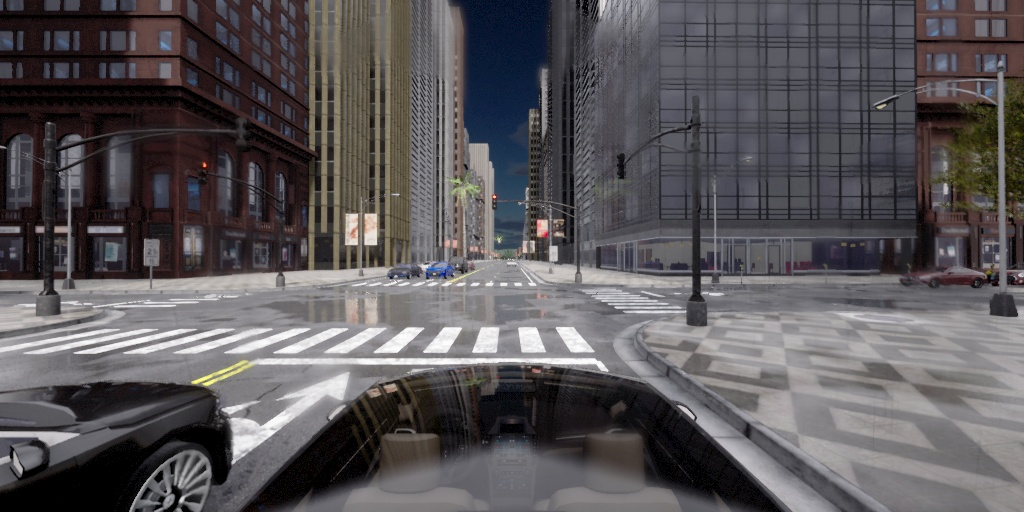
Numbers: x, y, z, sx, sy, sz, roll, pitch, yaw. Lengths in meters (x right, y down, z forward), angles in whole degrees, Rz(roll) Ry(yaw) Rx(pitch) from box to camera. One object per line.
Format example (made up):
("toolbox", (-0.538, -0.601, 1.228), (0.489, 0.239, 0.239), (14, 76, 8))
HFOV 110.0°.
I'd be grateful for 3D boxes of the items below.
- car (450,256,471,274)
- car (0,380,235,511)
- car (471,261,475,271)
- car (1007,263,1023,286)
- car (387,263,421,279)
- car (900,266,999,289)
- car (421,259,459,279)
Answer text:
("car", (-6.659, 1.074, 43.656), (2.150, 2.045, 5.566), (0, 0, 0))
("car", (-3.138, 1.241, 0.908), (2.128, 1.511, 4.902), (0, 0, -1))
("car", (-6.657, 1.420, 53.946), (1.812, 1.442, 4.674), (0, 0, 0))
("car", (32.073, 1.120, 22.090), (4.097, 1.591, 1.967), (0, 0, -1))
("car", (-9.863, 1.366, 33.518), (2.033, 1.411, 5.357), (0, 0, 3))
("car", (26.435, 1.278, 21.994), (4.207, 1.307, 1.802), (0, 0, -1))
("car", (-6.643, 1.296, 33.548), (1.882, 1.535, 5.008), (0, 0, 2))
